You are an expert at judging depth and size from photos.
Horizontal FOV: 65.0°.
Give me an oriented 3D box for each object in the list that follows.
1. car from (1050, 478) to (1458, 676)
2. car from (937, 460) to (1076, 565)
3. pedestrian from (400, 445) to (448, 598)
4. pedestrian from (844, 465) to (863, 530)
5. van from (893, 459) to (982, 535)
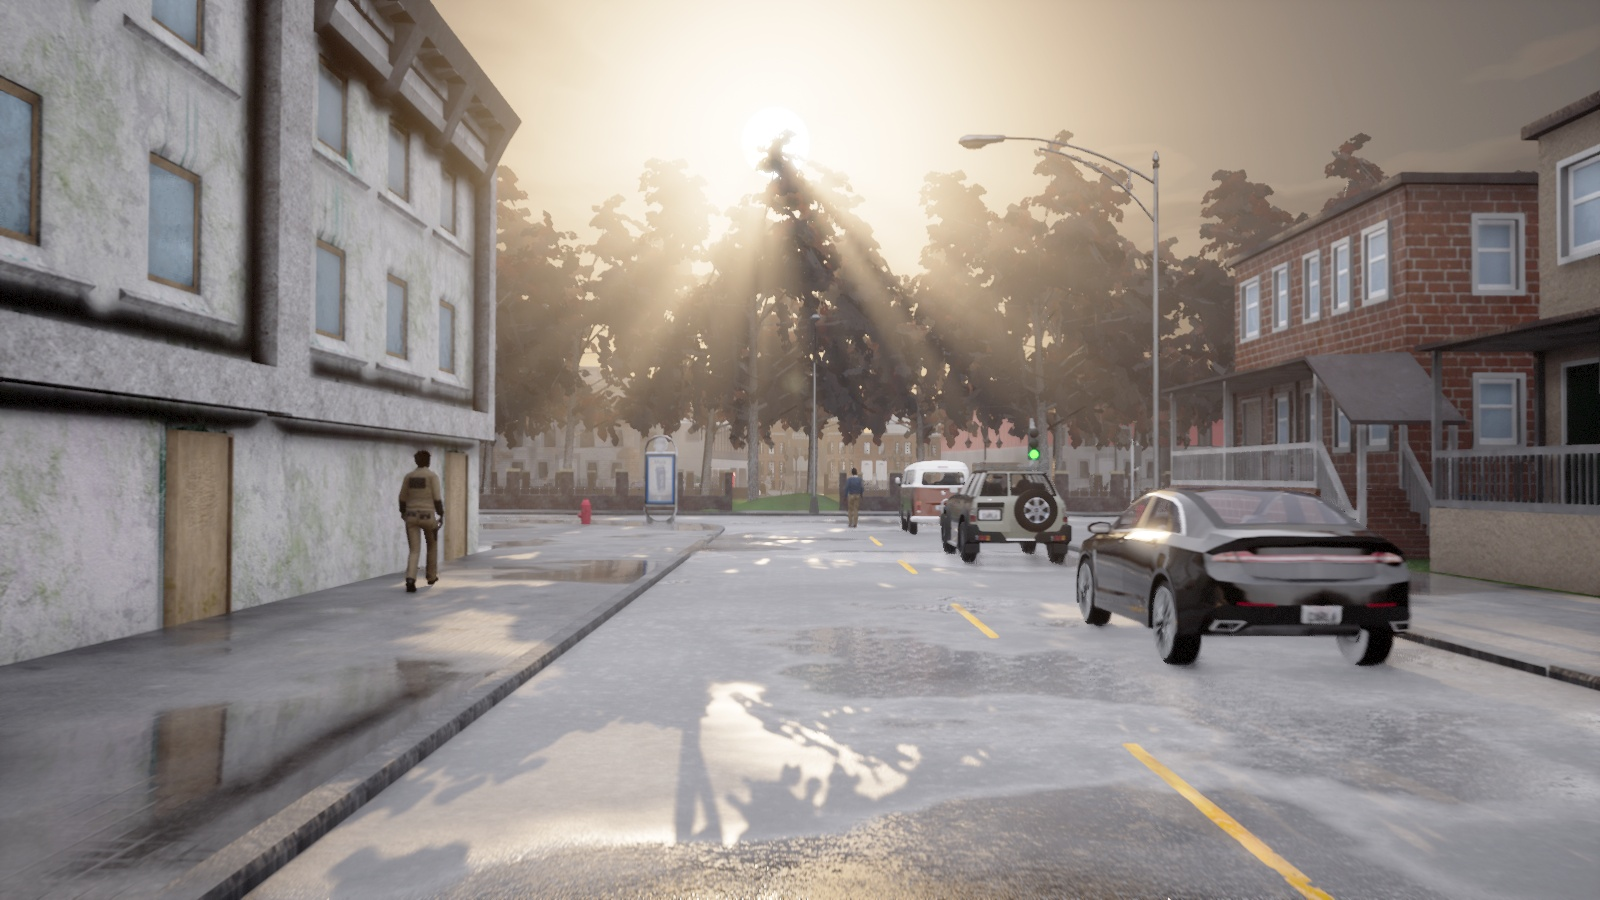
[{"bbox_3d":[3.968,1.028,12.088,2.128,1.511,4.902,0,-1,0],"label":"car"},{"bbox_3d":[3.934,1.165,24.699,1.932,1.855,4.605,0,-1,0],"label":"car"},{"bbox_3d":[-4.859,0.908,16.252,0.396,1.930,0.692,0,-1,0],"label":"pedestrian"},{"bbox_3d":[1.612,1.440,38.035,0.423,1.949,0.788,0,-1,-8],"label":"pedestrian"},{"bbox_3d":[3.904,1.327,36.347,2.069,2.038,4.480,0,-1,0],"label":"van"}]
